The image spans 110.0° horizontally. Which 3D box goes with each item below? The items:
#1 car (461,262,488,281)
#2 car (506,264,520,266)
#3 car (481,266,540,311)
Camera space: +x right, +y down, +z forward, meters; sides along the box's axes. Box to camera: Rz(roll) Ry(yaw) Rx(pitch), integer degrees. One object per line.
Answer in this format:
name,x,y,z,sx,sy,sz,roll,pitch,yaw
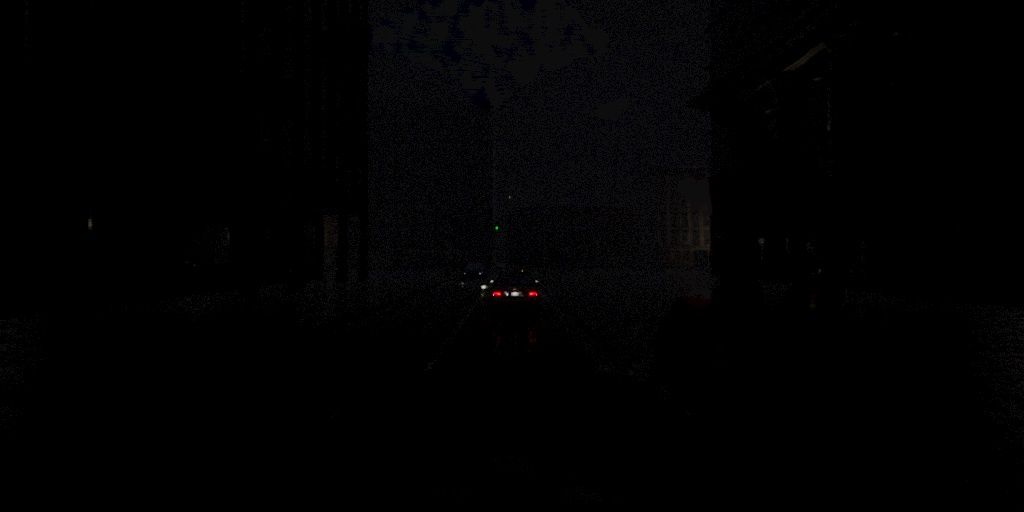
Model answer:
car,-3.074,1.263,30.352,1.882,1.535,5.008,0,0,0
car,0.101,1.352,31.343,1.994,1.385,4.181,0,0,0
car,0.100,1.303,14.350,2.033,1.411,5.357,0,0,0
